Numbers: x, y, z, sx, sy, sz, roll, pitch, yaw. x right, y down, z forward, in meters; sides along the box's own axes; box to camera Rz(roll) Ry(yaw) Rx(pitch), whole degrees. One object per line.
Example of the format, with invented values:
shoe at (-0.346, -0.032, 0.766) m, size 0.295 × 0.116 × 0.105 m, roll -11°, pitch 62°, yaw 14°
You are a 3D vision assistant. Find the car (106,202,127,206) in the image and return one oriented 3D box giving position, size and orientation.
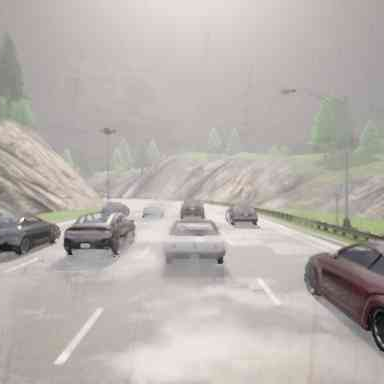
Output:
car at (-6.984, 1.626, 30.610) m, size 1.994 × 1.385 × 4.181 m, roll 0°, pitch 0°, yaw -1°

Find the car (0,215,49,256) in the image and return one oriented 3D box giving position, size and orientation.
car at (-6.923, 1.592, 13.331) m, size 1.994 × 1.385 × 4.181 m, roll 0°, pitch 0°, yaw 0°

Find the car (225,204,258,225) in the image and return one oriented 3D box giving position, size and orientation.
car at (3.558, 1.594, 24.443) m, size 2.033 × 1.411 × 5.357 m, roll 0°, pitch 0°, yaw 0°

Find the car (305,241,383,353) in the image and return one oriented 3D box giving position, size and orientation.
car at (3.587, 1.575, 6.023) m, size 1.994 × 1.385 × 4.181 m, roll 0°, pitch 0°, yaw 0°

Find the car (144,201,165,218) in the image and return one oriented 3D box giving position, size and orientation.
car at (-3.504, 1.587, 31.005) m, size 1.812 × 1.442 × 4.674 m, roll 0°, pitch 0°, yaw -1°

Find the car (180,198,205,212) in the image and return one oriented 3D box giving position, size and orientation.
car at (0.028, 1.409, 29.602) m, size 2.097 × 1.767 × 4.553 m, roll 0°, pitch 0°, yaw -1°

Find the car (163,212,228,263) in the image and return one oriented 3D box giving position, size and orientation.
car at (0.081, 1.624, 11.976) m, size 1.895 × 1.301 × 4.718 m, roll 0°, pitch 0°, yaw 0°

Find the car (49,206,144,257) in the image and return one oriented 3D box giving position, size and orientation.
car at (-3.421, 1.518, 13.093) m, size 2.128 × 1.511 × 4.902 m, roll 0°, pitch 0°, yaw 0°
